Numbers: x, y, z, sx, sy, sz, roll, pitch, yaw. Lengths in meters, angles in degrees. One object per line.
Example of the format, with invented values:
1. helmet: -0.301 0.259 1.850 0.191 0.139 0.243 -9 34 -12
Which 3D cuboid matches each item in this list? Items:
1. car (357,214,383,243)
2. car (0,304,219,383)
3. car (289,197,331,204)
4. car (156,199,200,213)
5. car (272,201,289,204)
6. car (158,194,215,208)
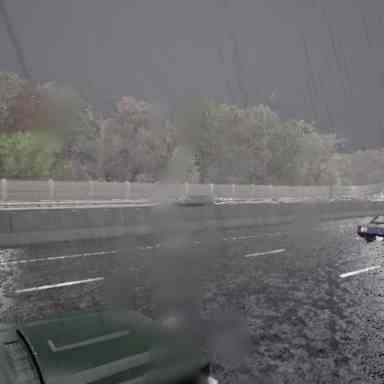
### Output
1. car: 9.417 1.598 14.761 4.718 1.301 1.895 0 0 -36
2. car: -2.091 1.601 2.253 4.718 1.301 1.895 0 0 -36
3. car: 12.690 1.360 34.518 4.553 1.767 2.097 0 0 -35
4. car: -1.538 1.525 37.273 4.674 1.442 1.812 0 0 -35
5. car: 9.777 1.609 36.746 4.718 1.301 1.895 0 0 -35
6. car: -0.225 1.223 33.916 5.566 2.045 2.150 1 0 -35
